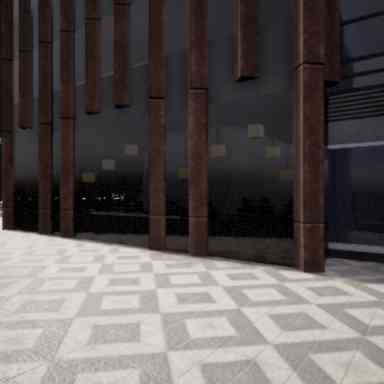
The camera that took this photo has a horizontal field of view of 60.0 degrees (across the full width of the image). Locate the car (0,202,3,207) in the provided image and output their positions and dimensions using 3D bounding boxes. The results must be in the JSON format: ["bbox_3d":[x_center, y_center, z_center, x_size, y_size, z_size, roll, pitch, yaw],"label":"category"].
[{"bbox_3d":[-23.428,1.349,44.717,1.967,1.590,4.097,0,0,36],"label":"car"}]
